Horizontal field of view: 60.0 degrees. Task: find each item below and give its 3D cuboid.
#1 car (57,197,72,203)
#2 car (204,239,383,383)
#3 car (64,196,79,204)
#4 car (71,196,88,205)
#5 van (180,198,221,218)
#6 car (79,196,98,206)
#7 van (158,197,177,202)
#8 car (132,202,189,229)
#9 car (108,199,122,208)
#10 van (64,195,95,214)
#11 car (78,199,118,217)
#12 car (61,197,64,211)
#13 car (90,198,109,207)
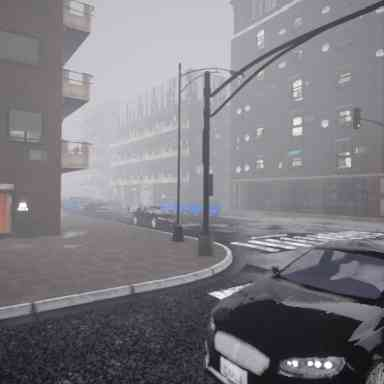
[{"bbox_3d":[-27.688,1.726,72.131,1.887,1.381,4.507,1,-1,-35],"label":"car"},{"bbox_3d":[2.396,1.492,4.655,4.902,1.511,2.128,0,0,-36],"label":"car"},{"bbox_3d":[-24.509,1.613,67.527,1.967,1.590,4.097,1,-1,-35],"label":"car"},{"bbox_3d":[-21.332,1.605,62.923,1.967,1.590,4.097,1,-1,-35],"label":"car"},{"bbox_3d":[0.910,1.438,30.692,1.690,1.788,3.998,1,-1,-35],"label":"van"},{"bbox_3d":[-18.155,1.596,58.318,1.967,1.590,4.097,1,-1,-35],"label":"car"},{"bbox_3d":[-2.268,1.448,35.297,1.690,1.788,3.998,1,-1,-35],"label":"van"},{"bbox_3d":[-2.400,1.539,21.611,2.008,1.369,4.403,1,-1,-35],"label":"car"},{"bbox_3d":[-11.801,1.682,49.109,1.887,1.381,4.507,1,-1,-35],"label":"car"},{"bbox_3d":[-11.931,1.360,35.426,1.690,1.788,3.998,1,-1,-35],"label":"van"},{"bbox_3d":[-8.755,1.591,30.820,1.802,1.307,4.206,1,-1,-35],"label":"car"},{"bbox_3d":[-15.110,1.580,40.029,2.008,1.369,4.403,1,-1,-35],"label":"car"},{"bbox_3d":[-14.979,1.729,53.713,1.802,1.307,4.206,1,-1,-35],"label":"car"}]
